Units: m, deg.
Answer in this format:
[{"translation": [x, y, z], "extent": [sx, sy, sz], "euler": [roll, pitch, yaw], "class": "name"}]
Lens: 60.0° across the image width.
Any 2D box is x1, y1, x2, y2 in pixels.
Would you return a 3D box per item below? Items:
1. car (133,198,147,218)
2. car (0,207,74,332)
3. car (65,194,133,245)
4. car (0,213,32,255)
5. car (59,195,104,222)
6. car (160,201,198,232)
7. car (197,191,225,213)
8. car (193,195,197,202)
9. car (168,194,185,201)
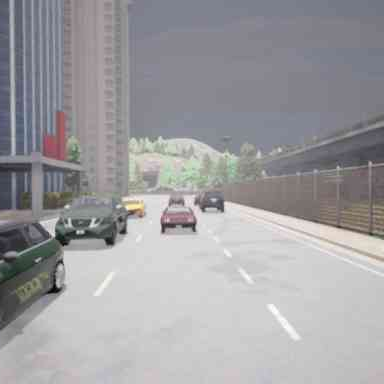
[{"translation": [-4.892, 1.278, 27.621], "extent": [1.882, 1.535, 5.008], "euler": [0, 0, -2], "class": "car"}, {"translation": [-3.822, 1.332, 5.602], "extent": [2.097, 1.767, 4.553], "euler": [0, 0, -3], "class": "car"}, {"translation": [-4.295, 1.123, 15.177], "extent": [2.150, 2.045, 5.566], "euler": [0, 0, -3], "class": "car"}, {"translation": [-7.627, 1.556, 11.736], "extent": [1.895, 1.301, 4.718], "euler": [0, 0, -3], "class": "car"}, {"translation": [-8.295, 1.196, 25.430], "extent": [2.097, 1.767, 4.553], "euler": [0, 0, -3], "class": "car"}, {"translation": [-0.778, 1.444, 19.049], "extent": [1.895, 1.301, 4.718], "euler": [0, 0, -3], "class": "car"}, {"translation": [1.952, 0.924, 33.427], "extent": [2.150, 2.045, 5.566], "euler": [0, 1, -2], "class": "car"}, {"translation": [1.268, 1.068, 47.123], "extent": [1.882, 1.535, 5.008], "euler": [0, 0, -2], "class": "car"}, {"translation": [-1.984, 0.998, 43.362], "extent": [2.097, 1.767, 4.553], "euler": [0, 0, -3], "class": "car"}]
